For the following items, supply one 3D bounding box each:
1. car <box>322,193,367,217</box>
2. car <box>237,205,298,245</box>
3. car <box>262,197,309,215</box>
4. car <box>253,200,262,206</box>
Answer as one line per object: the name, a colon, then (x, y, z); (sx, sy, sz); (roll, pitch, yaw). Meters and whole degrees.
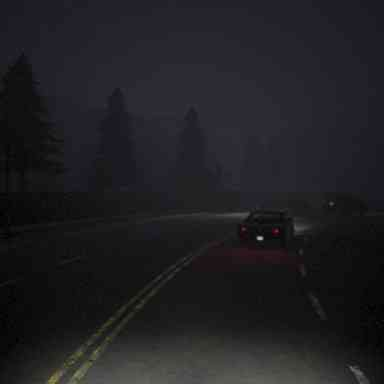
car: (13.627, 1.085, 29.671); (5.566, 2.045, 2.150); (0, 0, -44)
car: (3.512, 1.513, 15.115); (1.895, 1.301, 4.718); (0, 0, 22)
car: (8.672, 1.315, 29.770); (1.882, 1.535, 5.008); (0, 0, 44)
car: (8.180, 1.296, 34.192); (4.902, 1.511, 2.128); (0, 0, -43)
